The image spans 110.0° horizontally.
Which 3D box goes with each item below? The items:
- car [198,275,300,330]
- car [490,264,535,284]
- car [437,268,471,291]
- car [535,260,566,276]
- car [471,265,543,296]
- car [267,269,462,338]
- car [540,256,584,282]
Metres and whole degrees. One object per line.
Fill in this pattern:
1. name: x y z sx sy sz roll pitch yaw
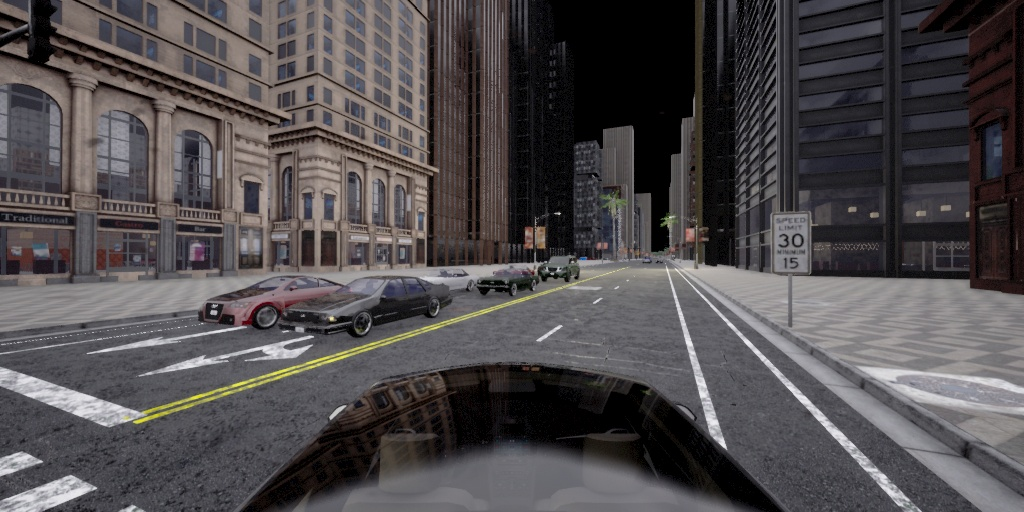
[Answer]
1. car: -7.092 1.316 11.297 1.994 1.385 4.181 0 0 23
2. car: 0.191 1.364 28.545 1.895 1.301 4.718 0 0 23
3. car: -3.687 1.357 19.370 1.895 1.301 4.718 0 0 23
4. car: 4.199 1.251 37.932 1.882 1.535 5.008 0 0 23
5. car: -0.102 1.358 19.502 1.895 1.301 4.718 0 0 23
6. car: -3.834 1.299 10.669 2.033 1.411 5.357 0 0 23
7. car: 4.065 0.987 29.354 2.150 2.045 5.566 0 0 23
